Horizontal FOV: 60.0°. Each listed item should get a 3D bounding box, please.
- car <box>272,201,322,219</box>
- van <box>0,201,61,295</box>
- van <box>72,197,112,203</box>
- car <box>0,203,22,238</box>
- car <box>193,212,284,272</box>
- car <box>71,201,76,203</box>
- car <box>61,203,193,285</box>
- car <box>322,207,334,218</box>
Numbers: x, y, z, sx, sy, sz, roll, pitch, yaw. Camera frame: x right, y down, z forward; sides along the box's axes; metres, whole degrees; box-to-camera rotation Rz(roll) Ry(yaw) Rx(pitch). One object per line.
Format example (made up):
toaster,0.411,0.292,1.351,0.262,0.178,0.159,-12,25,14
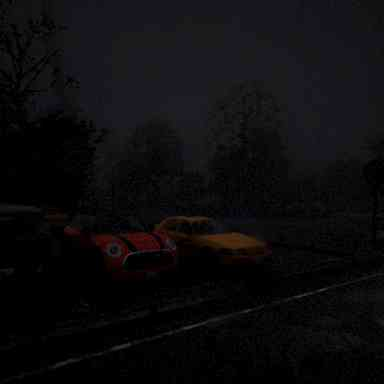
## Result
car,10.325,1.914,33.871,2.002,1.452,4.674,2,-1,-36
van,-4.779,1.245,8.004,1.878,1.987,4.442,0,0,-36
van,-6.475,1.282,21.626,1.878,1.987,4.442,1,0,-36
car,-11.075,1.471,18.676,1.946,1.575,5.366,0,0,-36
car,0.223,1.499,11.247,1.946,1.575,5.366,1,0,-36
car,-8.918,1.484,20.234,1.946,1.575,5.366,1,0,-36
car,-2.268,1.355,9.713,2.185,1.767,4.553,1,0,-36
car,12.871,1.824,35.766,2.185,1.767,4.553,2,-1,-36
